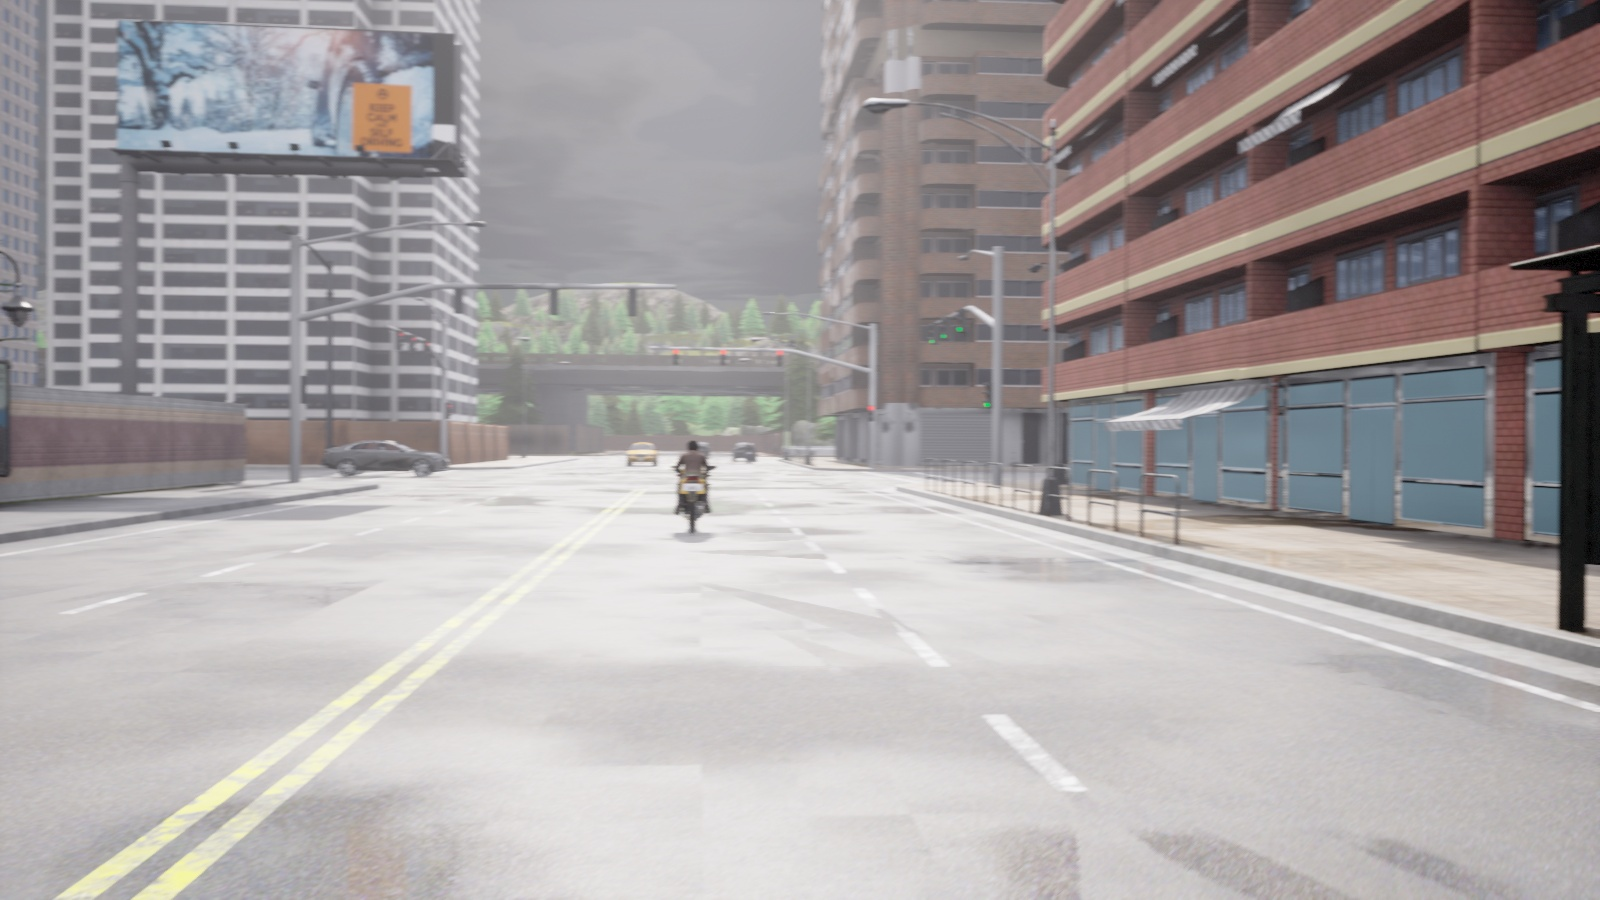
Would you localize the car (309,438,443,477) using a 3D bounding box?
[{"bbox_3d":[-17.180,0.290,51.068,4.902,1.511,2.128,0,0,-11],"label":"car"}]

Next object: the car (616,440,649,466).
[{"bbox_3d":[-10.294,0.169,77.510,1.801,1.575,5.366,0,0,-5],"label":"car"}]

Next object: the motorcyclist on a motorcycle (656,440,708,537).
[{"bbox_3d":[-1.930,0.597,20.622,0.797,1.523,2.044,0,0,-5],"label":"motorcyclist on a motorcycle"}]
